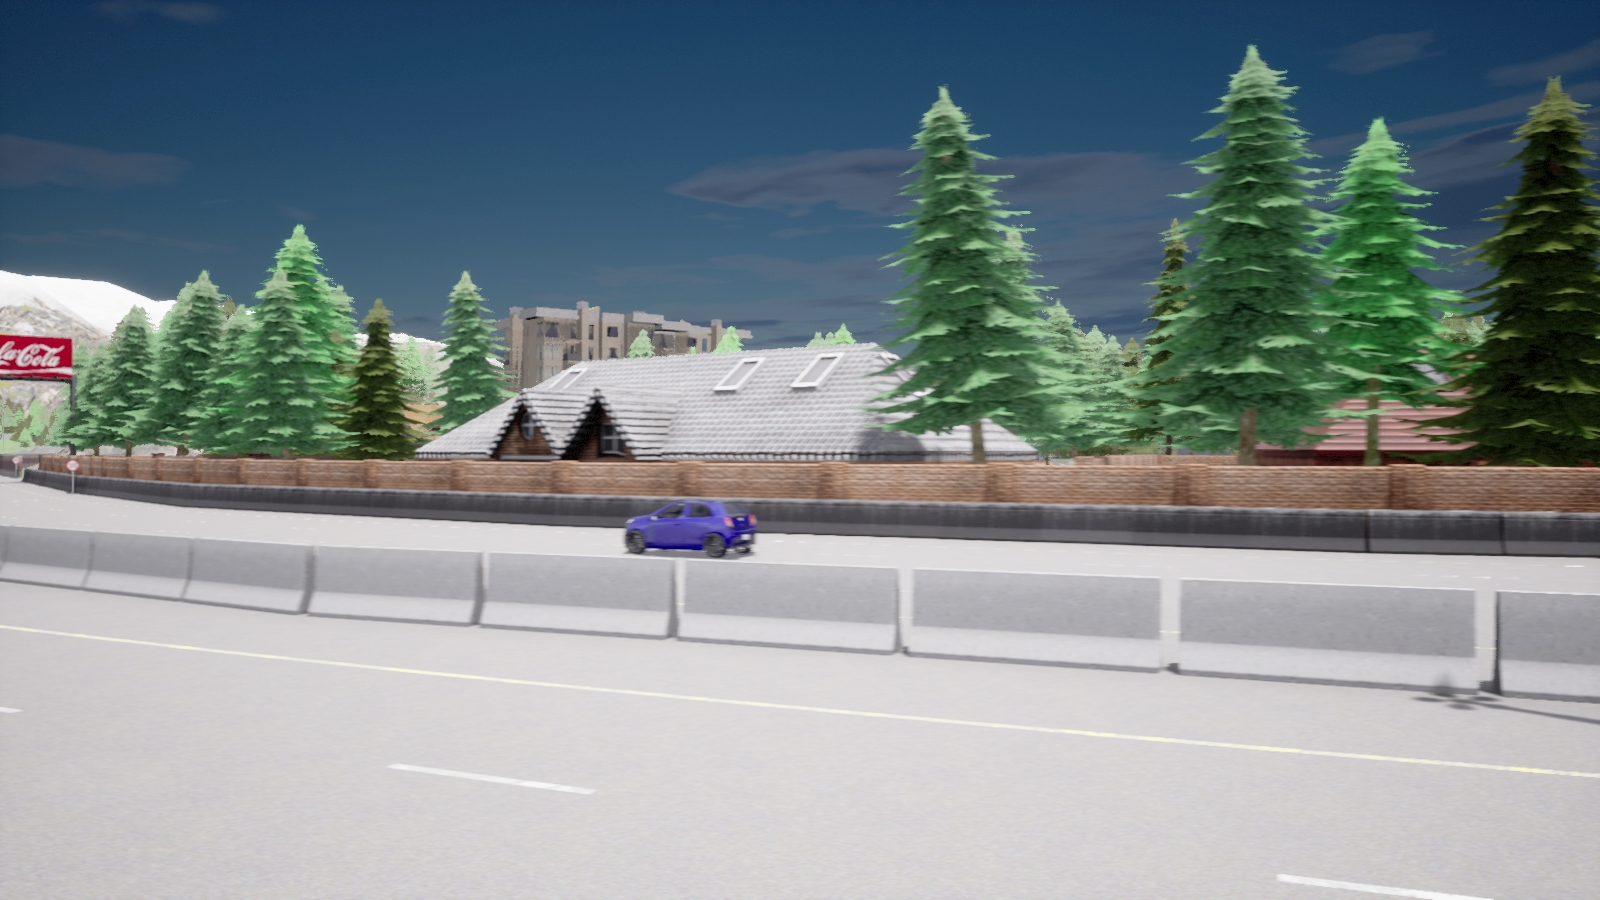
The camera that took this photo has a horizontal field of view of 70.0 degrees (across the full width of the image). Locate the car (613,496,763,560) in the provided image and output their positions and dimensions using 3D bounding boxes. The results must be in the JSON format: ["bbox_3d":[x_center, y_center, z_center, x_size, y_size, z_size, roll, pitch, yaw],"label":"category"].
[{"bbox_3d":[-3.043,2.077,31.051,3.633,1.501,1.845,0,0,26],"label":"car"}]
